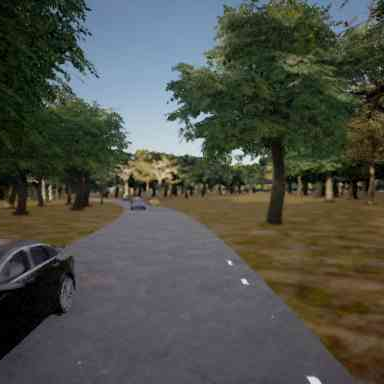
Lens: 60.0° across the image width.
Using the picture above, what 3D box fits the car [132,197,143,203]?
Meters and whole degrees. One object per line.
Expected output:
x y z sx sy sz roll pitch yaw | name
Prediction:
-13.708 1.940 82.964 1.882 1.535 5.008 0 0 -19 | car

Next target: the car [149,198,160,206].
-7.415 1.934 65.271 1.801 1.575 5.366 0 0 -15 | car

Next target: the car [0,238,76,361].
-3.215 1.526 4.871 2.128 1.511 4.902 0 0 -2 | car

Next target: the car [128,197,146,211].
-7.606 1.731 46.963 2.097 1.767 4.553 0 0 -11 | car
